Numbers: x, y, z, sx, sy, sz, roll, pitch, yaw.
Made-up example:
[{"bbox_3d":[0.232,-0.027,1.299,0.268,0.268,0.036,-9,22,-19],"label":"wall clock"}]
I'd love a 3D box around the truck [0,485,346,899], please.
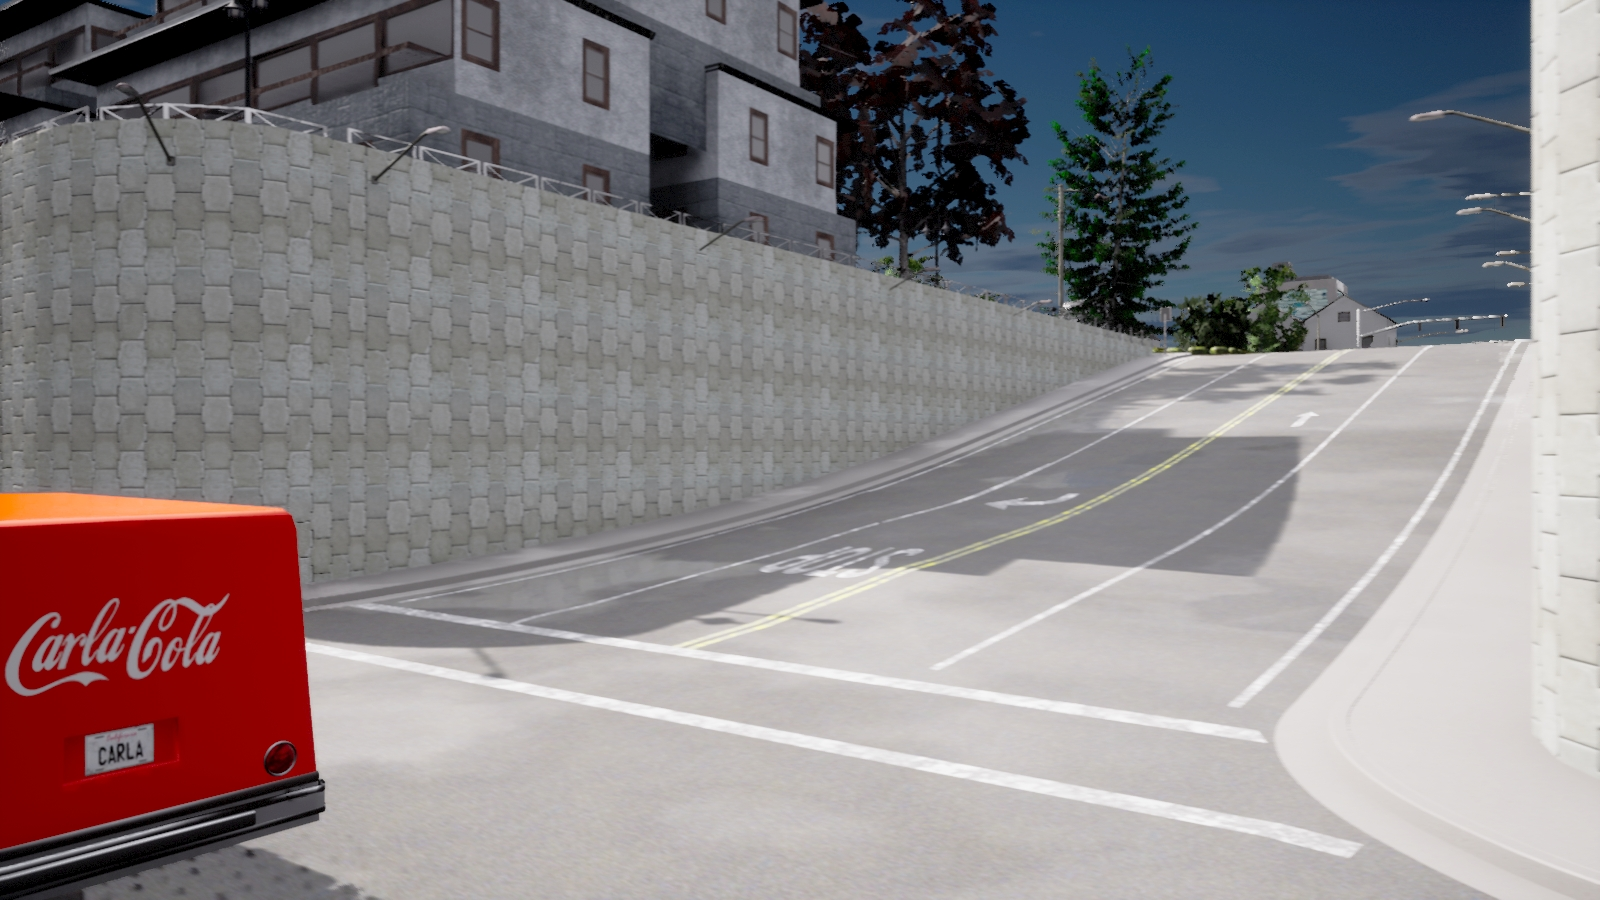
[{"bbox_3d":[-5.805,1.554,7.816,5.204,2.467,2.627,0,0,36],"label":"truck"}]
